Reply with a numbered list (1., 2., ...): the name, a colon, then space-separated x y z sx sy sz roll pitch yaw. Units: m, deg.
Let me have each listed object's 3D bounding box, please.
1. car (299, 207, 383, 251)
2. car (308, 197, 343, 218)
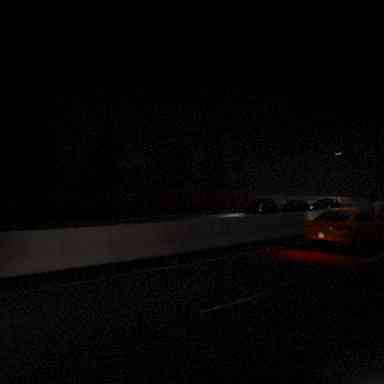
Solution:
1. car: 6.704 1.499 14.314 5.008 1.535 1.882 0 0 -43
2. car: 12.939 1.401 32.063 2.097 1.767 4.553 0 0 37
